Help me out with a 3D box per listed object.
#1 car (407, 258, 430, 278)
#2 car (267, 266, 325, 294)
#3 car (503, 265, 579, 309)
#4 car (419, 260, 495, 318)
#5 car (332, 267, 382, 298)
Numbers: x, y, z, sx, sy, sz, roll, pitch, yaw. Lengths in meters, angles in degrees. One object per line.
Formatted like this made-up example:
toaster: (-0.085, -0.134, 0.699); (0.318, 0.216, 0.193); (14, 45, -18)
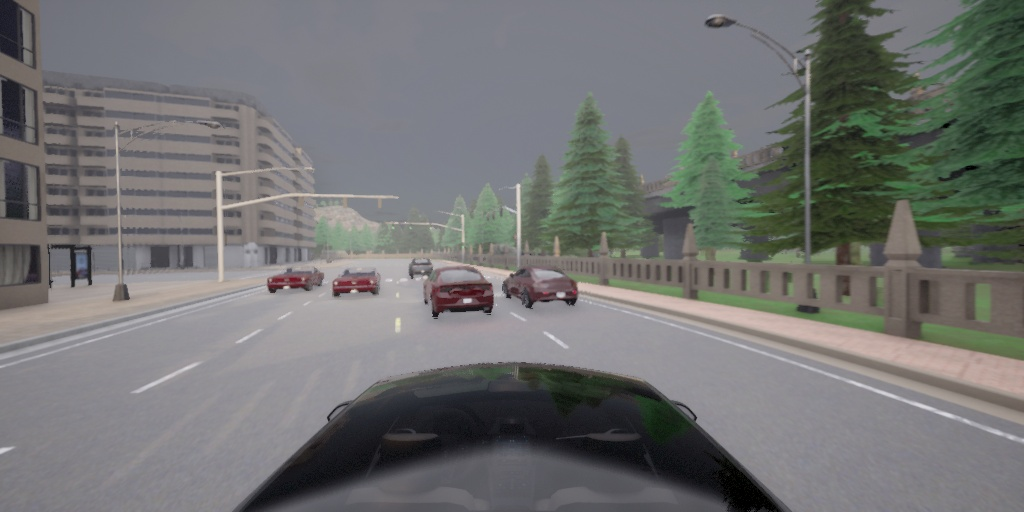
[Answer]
car: (-7.407, 0.937, 29.172); (2.128, 1.511, 4.902); (-1, 1, -17)
car: (-11.903, 1.242, 20.003); (1.895, 1.301, 4.718); (-1, 1, -17)
car: (0.990, 1.082, 13.927); (1.812, 1.442, 4.674); (-1, 1, -15)
car: (-2.029, 1.094, 12.631); (1.882, 1.535, 5.008); (-1, 1, -18)
car: (-7.548, 1.216, 17.769); (1.895, 1.301, 4.718); (-1, 1, -17)
